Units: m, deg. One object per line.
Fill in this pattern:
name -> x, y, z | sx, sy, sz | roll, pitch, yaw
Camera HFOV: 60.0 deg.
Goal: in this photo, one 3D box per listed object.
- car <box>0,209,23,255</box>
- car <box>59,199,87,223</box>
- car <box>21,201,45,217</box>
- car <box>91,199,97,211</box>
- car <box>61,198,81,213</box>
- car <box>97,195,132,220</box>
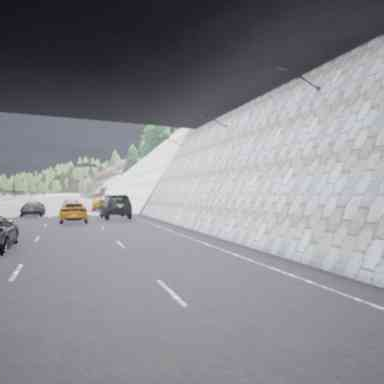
car -> -8.124, 1.587, 13.090 | 1.994, 1.385, 4.181 | 0, 0, -21
car -> -9.192, 1.513, 25.739 | 1.882, 1.535, 5.008 | 0, 0, -21
car -> -15.616, 1.614, 32.776 | 1.994, 1.385, 4.181 | 0, 0, -21
car -> -11.332, 1.530, 41.193 | 1.882, 1.535, 5.008 | 0, 0, -21
car -> -14.521, 1.546, 39.743 | 2.128, 1.511, 4.902 | 0, 0, -21
car -> -6.671, 1.257, 28.945 | 2.150, 2.045, 5.566 | 0, 0, -21
